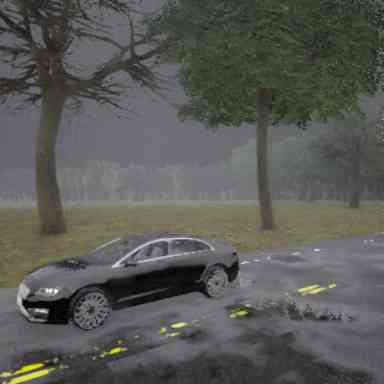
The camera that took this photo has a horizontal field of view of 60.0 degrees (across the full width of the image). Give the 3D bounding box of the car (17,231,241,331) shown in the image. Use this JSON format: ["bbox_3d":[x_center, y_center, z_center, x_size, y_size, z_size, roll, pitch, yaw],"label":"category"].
[{"bbox_3d":[-1.090,1.677,7.368,4.902,1.511,2.128,0,-2,-36],"label":"car"}]
